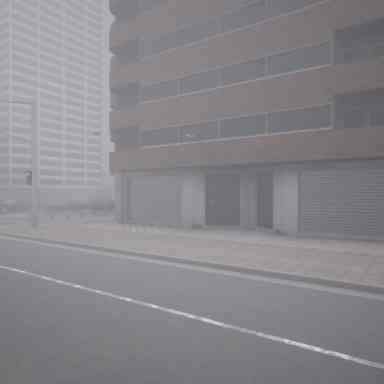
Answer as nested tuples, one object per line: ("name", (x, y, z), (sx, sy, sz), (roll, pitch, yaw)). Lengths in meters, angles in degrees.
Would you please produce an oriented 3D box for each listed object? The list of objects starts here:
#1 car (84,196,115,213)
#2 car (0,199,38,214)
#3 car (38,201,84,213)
("car", (-9.056, 1.491, 37.005), (2.128, 1.511, 4.902), (0, 0, 35))
("car", (-18.771, 1.477, 35.614), (1.882, 1.535, 5.008), (0, 0, 35))
("car", (-13.907, 1.601, 36.478), (1.895, 1.301, 4.718), (0, 0, 35))
